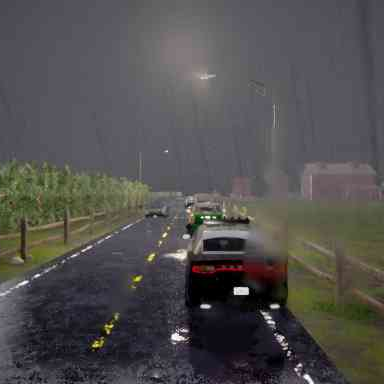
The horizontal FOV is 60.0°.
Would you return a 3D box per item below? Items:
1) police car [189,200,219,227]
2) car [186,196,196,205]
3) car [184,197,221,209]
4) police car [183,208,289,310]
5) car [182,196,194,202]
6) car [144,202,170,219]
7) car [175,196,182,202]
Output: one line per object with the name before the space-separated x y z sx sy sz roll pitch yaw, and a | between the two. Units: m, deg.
police car | 0.762 1.425 24.058 1.930 1.638 5.238 0 0 0
car | -0.163 1.539 62.734 1.882 1.535 5.008 0 0 0
car | 0.778 1.351 17.919 2.097 1.767 4.553 0 0 0
police car | 0.804 1.425 8.058 1.930 1.638 5.238 0 0 0
car | -0.088 1.625 46.714 1.895 1.301 4.718 0 0 0
car | -2.924 1.547 29.039 2.033 1.411 5.357 0 0 0
car | -2.955 1.657 78.450 2.033 1.411 5.357 0 0 0
